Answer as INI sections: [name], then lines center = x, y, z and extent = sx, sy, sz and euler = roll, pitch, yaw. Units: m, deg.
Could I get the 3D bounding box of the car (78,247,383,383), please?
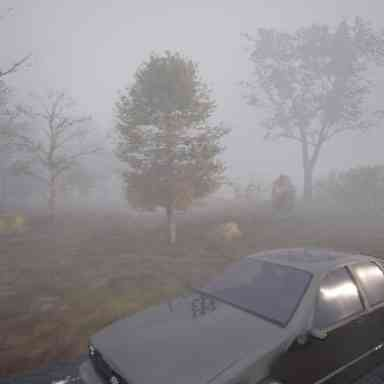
[car]
center = 1.421, 1.519, 4.386
extent = 5.357, 1.411, 2.033
euler = -1, 0, -36
